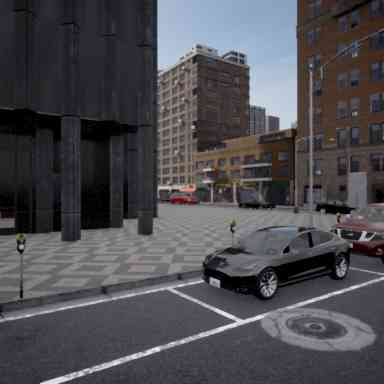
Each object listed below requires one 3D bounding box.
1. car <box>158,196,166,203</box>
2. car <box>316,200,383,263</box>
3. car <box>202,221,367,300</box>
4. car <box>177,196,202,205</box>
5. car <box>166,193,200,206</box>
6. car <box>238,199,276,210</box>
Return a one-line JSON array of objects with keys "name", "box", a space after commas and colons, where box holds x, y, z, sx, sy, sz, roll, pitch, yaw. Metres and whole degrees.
[{"name": "car", "box": [-6.336, 1.513, 66.524, 1.895, 1.301, 4.718, 0, 0, -35]}, {"name": "car", "box": [6.852, 1.314, 11.667, 5.009, 1.841, 2.192, 0, 0, -36]}, {"name": "car", "box": [2.263, 1.565, 8.388, 4.313, 1.339, 1.947, 0, 0, -36]}, {"name": "car", "box": [-0.484, 1.432, 58.158, 2.128, 1.511, 4.902, 0, 0, -34]}, {"name": "car", "box": [-1.432, 1.172, 54.050, 2.150, 2.045, 5.566, 0, 0, -34]}, {"name": "car", "box": [7.882, 1.559, 40.528, 1.895, 1.301, 4.718, 0, 0, -35]}]
